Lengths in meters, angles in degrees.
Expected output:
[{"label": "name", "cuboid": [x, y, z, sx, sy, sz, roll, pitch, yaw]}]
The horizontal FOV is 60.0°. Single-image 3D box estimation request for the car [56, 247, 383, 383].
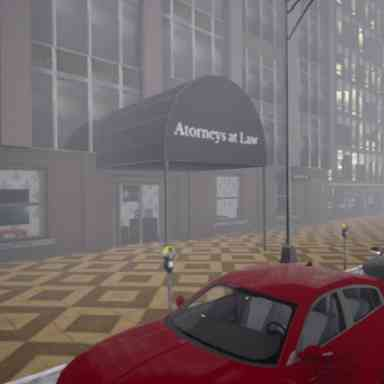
[{"label": "car", "cuboid": [0.873, 1.544, 3.573, 4.507, 1.381, 1.887, 0, -1, -40]}]
